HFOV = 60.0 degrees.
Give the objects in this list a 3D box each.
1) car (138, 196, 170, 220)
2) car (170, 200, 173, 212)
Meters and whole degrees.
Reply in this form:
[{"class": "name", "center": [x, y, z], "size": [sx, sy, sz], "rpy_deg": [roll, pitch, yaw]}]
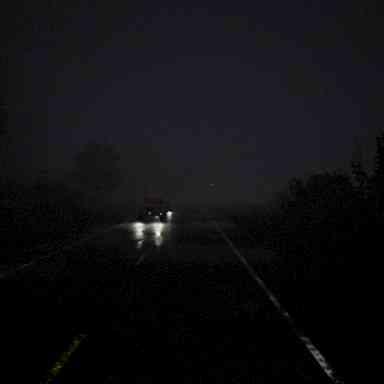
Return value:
[{"class": "car", "center": [-3.505, 1.418, 30.349], "size": [2.150, 2.045, 5.566], "rpy_deg": [0, 0, 0]}, {"class": "car", "center": [-3.508, 1.847, 44.179], "size": [1.837, 1.490, 4.892], "rpy_deg": [0, 0, 0]}]
